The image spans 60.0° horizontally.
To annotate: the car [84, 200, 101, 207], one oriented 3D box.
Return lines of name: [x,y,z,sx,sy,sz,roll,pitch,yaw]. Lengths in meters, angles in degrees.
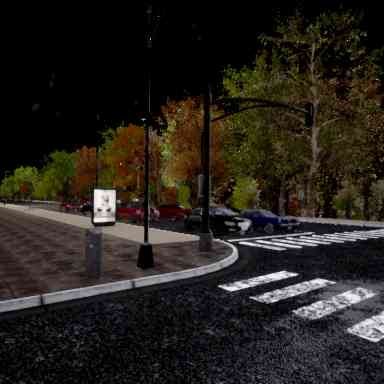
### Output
car: [-19.984,2.297,66.880,1.994,1.385,4.181,1,-1,-35]

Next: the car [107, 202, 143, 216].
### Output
car: [-7.586,1.871,37.205,2.033,1.411,5.357,1,-1,-35]

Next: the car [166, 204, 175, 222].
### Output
car: [-1.639,1.742,28.604,1.812,1.442,4.674,1,-1,-35]

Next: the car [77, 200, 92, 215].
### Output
car: [-10.151,1.770,35.206,2.128,1.511,4.902,1,-1,-35]

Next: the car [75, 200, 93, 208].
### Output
car: [-19.890,2.167,61.023,1.812,1.442,4.674,1,-1,-35]

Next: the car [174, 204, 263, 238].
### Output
car: [1.298,1.561,18.412,2.128,1.511,4.902,1,-1,-32]

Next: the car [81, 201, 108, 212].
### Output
car: [-13.586,1.980,45.942,2.033,1.411,5.357,1,-1,-34]

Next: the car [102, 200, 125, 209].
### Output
car: [-13.695,2.113,57.798,2.128,1.511,4.902,1,-1,-35]

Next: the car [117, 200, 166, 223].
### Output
car: [-4.393,1.526,26.881,2.097,1.767,4.553,1,-1,-35]

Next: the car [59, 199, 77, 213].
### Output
car: [-15.755,1.732,43.361,2.097,1.767,4.553,1,-1,-34]

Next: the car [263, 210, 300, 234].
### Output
car: [4.151,1.713,20.234,1.895,1.301,4.718,1,-1,-35]
